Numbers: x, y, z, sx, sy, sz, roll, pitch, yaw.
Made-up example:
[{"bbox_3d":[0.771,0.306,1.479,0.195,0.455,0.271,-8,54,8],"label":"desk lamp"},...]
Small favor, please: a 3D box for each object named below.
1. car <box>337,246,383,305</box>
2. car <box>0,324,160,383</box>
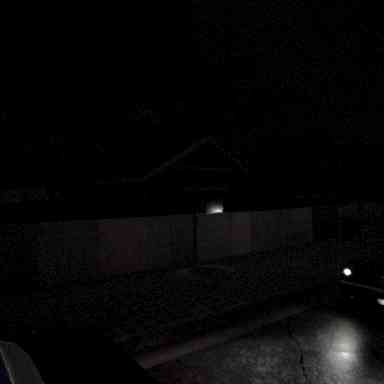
[{"bbox_3d":[5.090,1.607,7.130,4.718,1.301,1.895,0,0,-39],"label":"car"},{"bbox_3d":[-2.367,1.606,1.518,4.718,1.301,1.895,0,0,-36],"label":"car"}]
